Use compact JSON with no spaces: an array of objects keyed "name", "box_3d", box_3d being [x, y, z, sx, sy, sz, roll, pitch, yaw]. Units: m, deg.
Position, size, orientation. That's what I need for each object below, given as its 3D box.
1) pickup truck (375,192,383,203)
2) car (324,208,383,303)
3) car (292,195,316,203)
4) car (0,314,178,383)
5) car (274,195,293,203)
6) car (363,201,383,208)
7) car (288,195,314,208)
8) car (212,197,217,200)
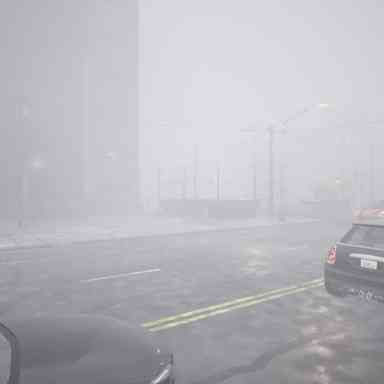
[{"name":"pickup truck","box_3d":[37.716,1.090,61.582,2.390,2.098,6.274,0,0,-36]},{"name":"car","box_3d":[5.001,1.352,7.357,4.553,1.767,2.097,0,0,-35]},{"name":"car","box_3d":[21.907,1.420,64.929,4.674,1.452,2.002,0,0,-36]},{"name":"car","box_3d":[-2.258,1.526,2.149,4.674,1.442,1.812,0,0,-35]},{"name":"car","box_3d":[19.002,1.452,68.932,3.806,1.475,1.970,0,0,-36]},{"name":"car","box_3d":[12.362,1.352,21.398,4.553,1.767,2.097,0,0,-35]},{"name":"car","box_3d":[14.988,1.254,45.871,4.553,1.767,2.185,0,0,-36]},{"name":"car","box_3d":[4.259,1.575,60.449,4.718,1.301,1.895,0,0,-36]}]
